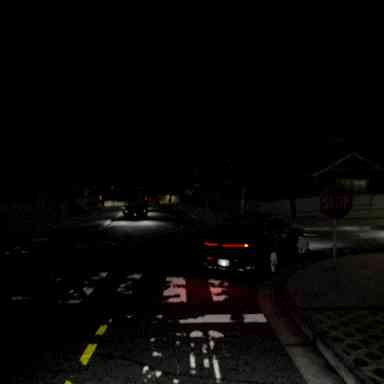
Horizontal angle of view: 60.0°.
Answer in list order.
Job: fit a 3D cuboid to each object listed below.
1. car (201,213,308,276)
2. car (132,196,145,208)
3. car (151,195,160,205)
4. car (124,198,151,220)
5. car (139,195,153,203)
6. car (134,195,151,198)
[{"bbox_3d":[2.085,1.425,10.319,1.837,1.490,4.892,-3,1,33],"label":"car"},{"bbox_3d":[-7.895,1.413,48.787,1.837,1.490,4.892,0,0,-11],"label":"car"},{"bbox_3d":[-6.942,1.278,57.974,2.097,1.767,4.553,0,0,-14],"label":"car"},{"bbox_3d":[-4.557,1.447,27.388,1.812,1.442,4.674,0,0,-7],"label":"car"},{"bbox_3d":[-9.458,1.481,67.777,2.128,1.511,4.902,0,0,-16],"label":"car"},{"bbox_3d":[-5.935,1.387,37.699,1.882,1.535,5.008,0,0,-9],"label":"car"}]
